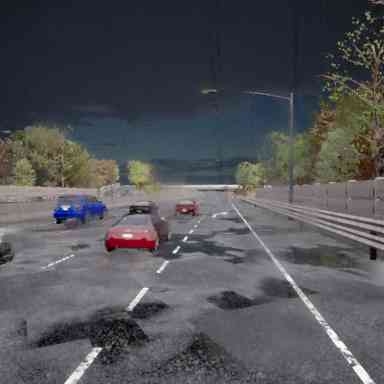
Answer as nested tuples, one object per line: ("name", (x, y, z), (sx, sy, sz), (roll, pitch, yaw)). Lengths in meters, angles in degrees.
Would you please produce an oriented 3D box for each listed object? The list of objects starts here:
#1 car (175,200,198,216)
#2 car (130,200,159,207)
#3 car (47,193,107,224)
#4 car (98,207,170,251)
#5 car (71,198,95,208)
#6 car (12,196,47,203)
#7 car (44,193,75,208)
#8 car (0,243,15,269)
("car", (-0.462, 1.479, 32.359), (1.882, 1.535, 5.008), (0, 0, 5))
("car", (-4.200, 1.478, 29.932), (1.882, 1.535, 5.008), (0, 0, 5))
("car", (-8.184, 1.221, 24.860), (2.150, 2.045, 5.566), (0, 0, 5))
("car", (-2.149, 1.563, 14.072), (1.994, 1.385, 4.181), (0, 0, 5))
("car", (-16.549, 1.577, 50.585), (1.994, 1.385, 4.181), (0, 0, 5))
("car", (-23.720, 1.364, 49.047), (2.097, 1.767, 4.553), (0, 0, 5))
("car", (-20.051, 1.236, 50.732), (2.150, 2.045, 5.566), (0, 0, 5))
("car", (-6.292, 1.546, 7.269), (2.033, 1.411, 5.357), (0, 0, 5))
